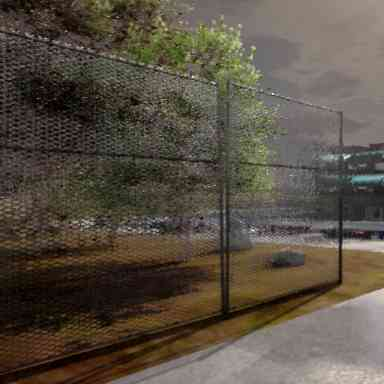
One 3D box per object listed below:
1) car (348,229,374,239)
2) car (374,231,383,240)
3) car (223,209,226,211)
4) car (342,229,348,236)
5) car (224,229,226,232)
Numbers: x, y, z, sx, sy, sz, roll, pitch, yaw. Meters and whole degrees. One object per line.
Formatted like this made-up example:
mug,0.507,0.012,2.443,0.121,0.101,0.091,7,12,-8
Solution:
car,20.829,4.661,40.119,2.163,1.488,4.792,0,0,36
car,22.453,4.631,37.637,2.097,1.535,5.008,1,0,37
car,9.255,5.413,91.110,4.892,1.521,2.231,0,-2,36
car,19.173,4.633,42.560,2.231,1.521,4.892,1,0,36
car,2.762,4.634,36.569,2.185,1.767,4.553,-1,1,36
